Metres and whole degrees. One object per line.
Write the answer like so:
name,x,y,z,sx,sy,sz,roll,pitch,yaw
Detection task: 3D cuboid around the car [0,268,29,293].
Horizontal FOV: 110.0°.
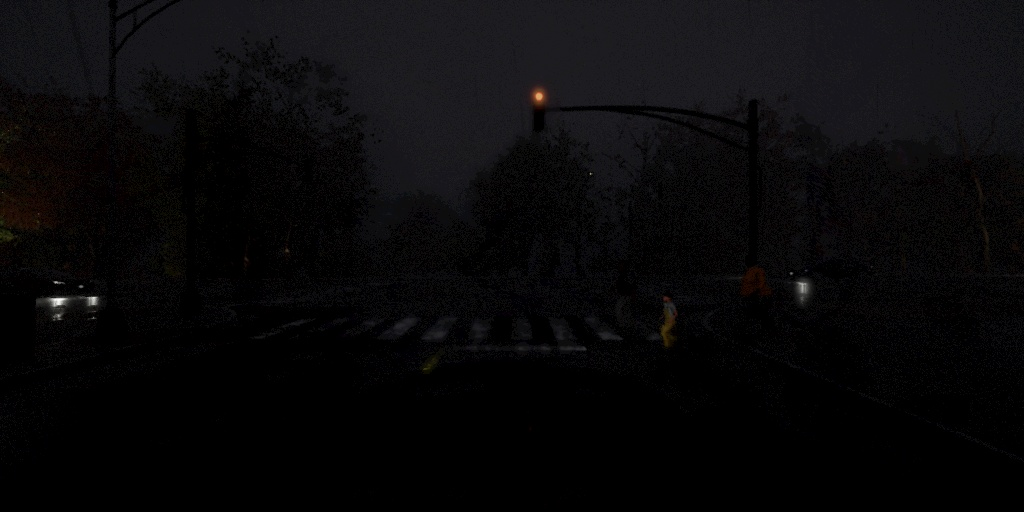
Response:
car,-24.575,1.370,15.656,4.181,1.385,1.994,-1,0,2

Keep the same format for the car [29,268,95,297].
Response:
car,-24.976,1.352,18.923,4.674,1.442,1.812,-1,0,2

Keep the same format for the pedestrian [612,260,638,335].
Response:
pedestrian,2.732,0.981,8.677,0.375,1.860,0.375,1,0,1

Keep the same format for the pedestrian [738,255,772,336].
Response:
pedestrian,5.446,0.835,8.048,0.375,1.860,0.375,1,0,1

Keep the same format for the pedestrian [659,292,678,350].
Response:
pedestrian,3.321,1.275,7.469,0.375,1.300,0.375,1,0,1

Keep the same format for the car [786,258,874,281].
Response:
car,21.234,0.901,24.057,4.892,1.490,1.837,-1,0,2
